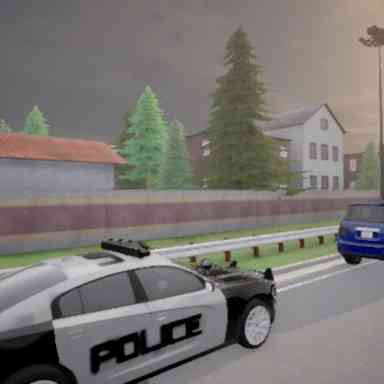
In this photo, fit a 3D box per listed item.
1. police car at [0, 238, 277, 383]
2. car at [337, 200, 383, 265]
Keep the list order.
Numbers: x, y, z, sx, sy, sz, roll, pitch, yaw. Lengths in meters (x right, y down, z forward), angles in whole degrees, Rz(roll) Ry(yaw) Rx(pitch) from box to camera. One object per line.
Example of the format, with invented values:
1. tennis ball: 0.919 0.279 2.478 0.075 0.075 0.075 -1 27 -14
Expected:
1. police car: -0.782 1.497 4.637 5.238 1.638 1.930 0 -1 -39
2. car: 6.921 1.273 10.886 5.566 2.045 2.150 0 -1 -39
